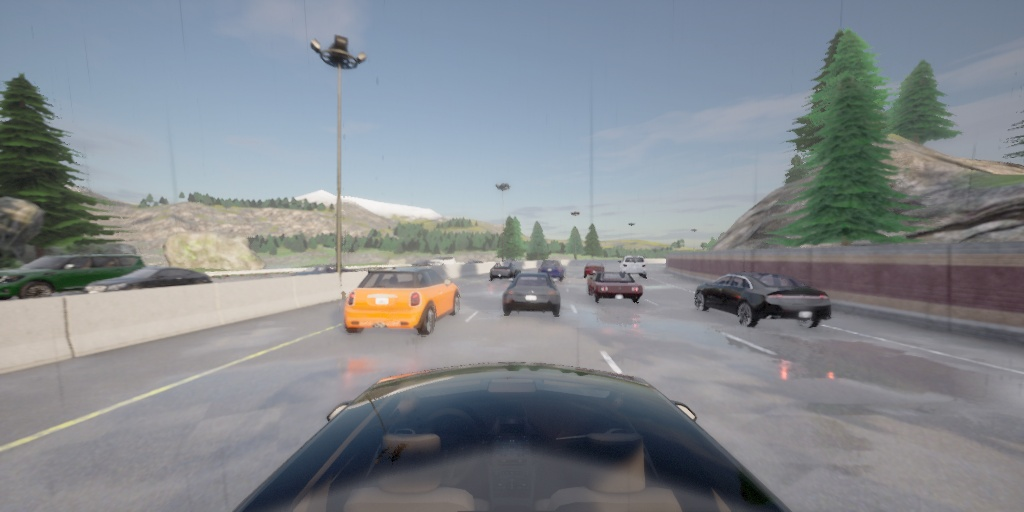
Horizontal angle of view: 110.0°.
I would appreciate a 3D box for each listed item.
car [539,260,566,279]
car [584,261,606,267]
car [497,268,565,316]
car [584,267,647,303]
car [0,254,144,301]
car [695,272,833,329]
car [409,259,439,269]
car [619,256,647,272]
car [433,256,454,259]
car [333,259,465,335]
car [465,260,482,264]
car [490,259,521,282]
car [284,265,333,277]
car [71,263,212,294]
[{"bbox_3d":[3.477,1.121,30.679,2.097,1.767,4.553,0,0,12],"label":"car"},{"bbox_3d":[7.968,1.261,34.471,1.882,1.535,5.008,0,0,14],"label":"car"},{"bbox_3d":[0.785,1.320,13.544,1.994,1.385,4.181,0,0,5],"label":"car"},{"bbox_3d":[4.604,1.369,16.720,1.895,1.301,4.718,0,0,7],"label":"car"},{"bbox_3d":[-20.232,0.914,16.508,2.150,2.045,5.566,0,0,6],"label":"car"},{"bbox_3d":[7.618,1.267,11.485,2.128,1.511,4.902,0,0,5],"label":"car"},{"bbox_3d":[-14.127,1.271,58.038,2.033,1.411,5.357,0,0,21],"label":"car"},{"bbox_3d":[11.447,1.016,34.067,2.150,2.045,5.566,0,0,15],"label":"car"},{"bbox_3d":[-10.958,0.954,56.471,2.150,2.045,5.566,0,0,21],"label":"car"},{"bbox_3d":[-2.962,1.096,10.657,2.097,1.767,4.553,0,0,4],"label":"car"},{"bbox_3d":[-6.322,1.311,58.641,1.994,1.385,4.181,0,0,22],"label":"car"},{"bbox_3d":[-0.467,1.248,29.050,2.128,1.511,4.902,0,0,11],"label":"car"},{"bbox_3d":[-12.332,1.266,23.482,2.033,1.411,5.357,0,0,9],"label":"car"},{"bbox_3d":[-16.678,1.229,16.796,1.812,1.442,4.674,0,0,6],"label":"car"}]
